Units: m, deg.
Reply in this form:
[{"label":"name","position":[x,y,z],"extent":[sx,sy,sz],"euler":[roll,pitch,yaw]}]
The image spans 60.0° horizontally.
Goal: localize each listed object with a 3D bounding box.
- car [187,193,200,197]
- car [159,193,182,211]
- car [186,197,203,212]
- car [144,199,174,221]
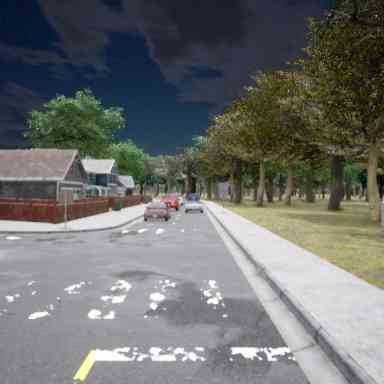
[{"label":"car","position":[0.332,1.258,61.515],"extent":[2.150,2.045,5.566],"euler":[0,0,0]},{"label":"car","position":[-2.679,1.226,40.133],"extent":[2.150,2.045,5.566],"euler":[0,0,0]},{"label":"car","position":[0.261,1.601,38.129],"extent":[1.895,1.301,4.718],"euler":[0,0,0]},{"label":"car","position":[-2.739,1.519,27.042],"extent":[1.812,1.442,4.674],"euler":[0,0,0]}]
